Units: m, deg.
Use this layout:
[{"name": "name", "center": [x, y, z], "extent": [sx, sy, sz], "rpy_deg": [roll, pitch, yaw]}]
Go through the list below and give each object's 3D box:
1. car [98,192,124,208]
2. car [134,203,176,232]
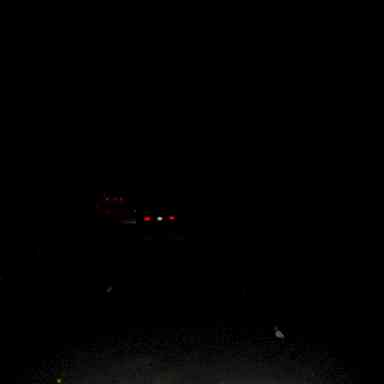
[{"name": "car", "center": [-9.418, 0.778, 38.431], "extent": [2.097, 1.767, 4.553], "rpy_deg": [-2, 2, -27]}, {"name": "car", "center": [-2.156, 1.328, 18.712], "extent": [2.033, 1.411, 5.357], "rpy_deg": [-1, 1, -13]}]
